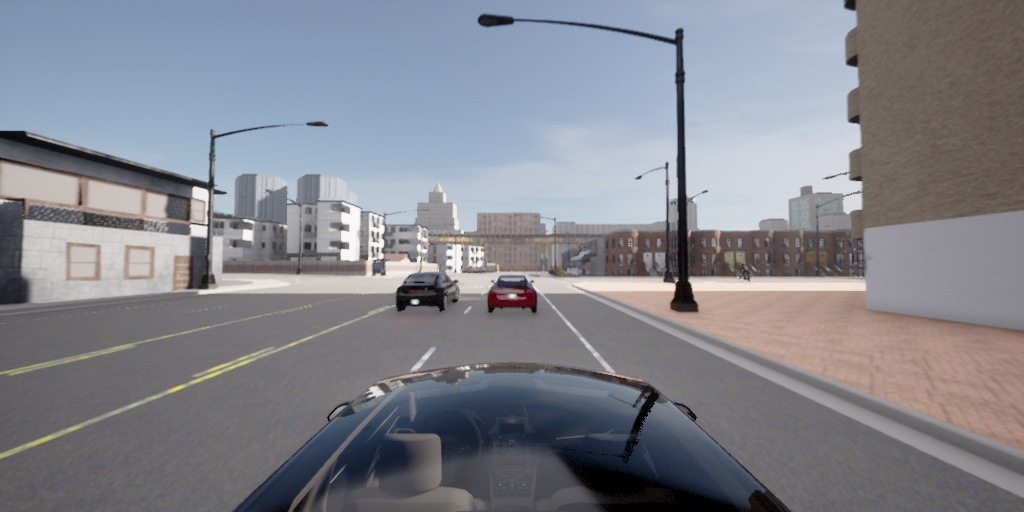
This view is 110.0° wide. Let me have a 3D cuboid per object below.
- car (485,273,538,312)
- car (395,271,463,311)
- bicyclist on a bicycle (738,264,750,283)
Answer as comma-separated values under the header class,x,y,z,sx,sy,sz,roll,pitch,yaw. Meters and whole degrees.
class,x,y,z,sx,sy,sz,roll,pitch,yaw
car,0.020,1.477,15.236,1.994,1.385,4.181,0,-1,0
car,-3.482,1.421,15.361,1.837,1.490,4.892,0,0,0
bicyclist on a bicycle,20.403,1.521,31.518,0.582,1.620,1.656,0,-2,1
